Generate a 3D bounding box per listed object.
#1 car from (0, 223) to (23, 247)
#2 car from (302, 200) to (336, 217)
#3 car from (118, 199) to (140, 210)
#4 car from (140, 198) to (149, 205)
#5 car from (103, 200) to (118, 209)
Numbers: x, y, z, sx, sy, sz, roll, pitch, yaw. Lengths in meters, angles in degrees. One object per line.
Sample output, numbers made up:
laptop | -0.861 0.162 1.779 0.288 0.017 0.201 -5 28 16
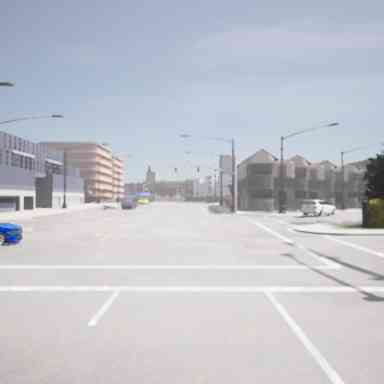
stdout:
car | -10.341 1.715 14.838 5.008 1.535 1.882 0 1 -21
car | 15.653 1.996 40.988 5.566 2.045 2.150 1 -2 -43
car | -10.514 2.282 55.679 1.895 1.301 4.718 0 0 0
car | -10.425 2.055 71.538 1.882 1.535 5.008 0 0 0
car | -13.996 2.193 57.399 1.812 1.442 4.674 0 0 1
